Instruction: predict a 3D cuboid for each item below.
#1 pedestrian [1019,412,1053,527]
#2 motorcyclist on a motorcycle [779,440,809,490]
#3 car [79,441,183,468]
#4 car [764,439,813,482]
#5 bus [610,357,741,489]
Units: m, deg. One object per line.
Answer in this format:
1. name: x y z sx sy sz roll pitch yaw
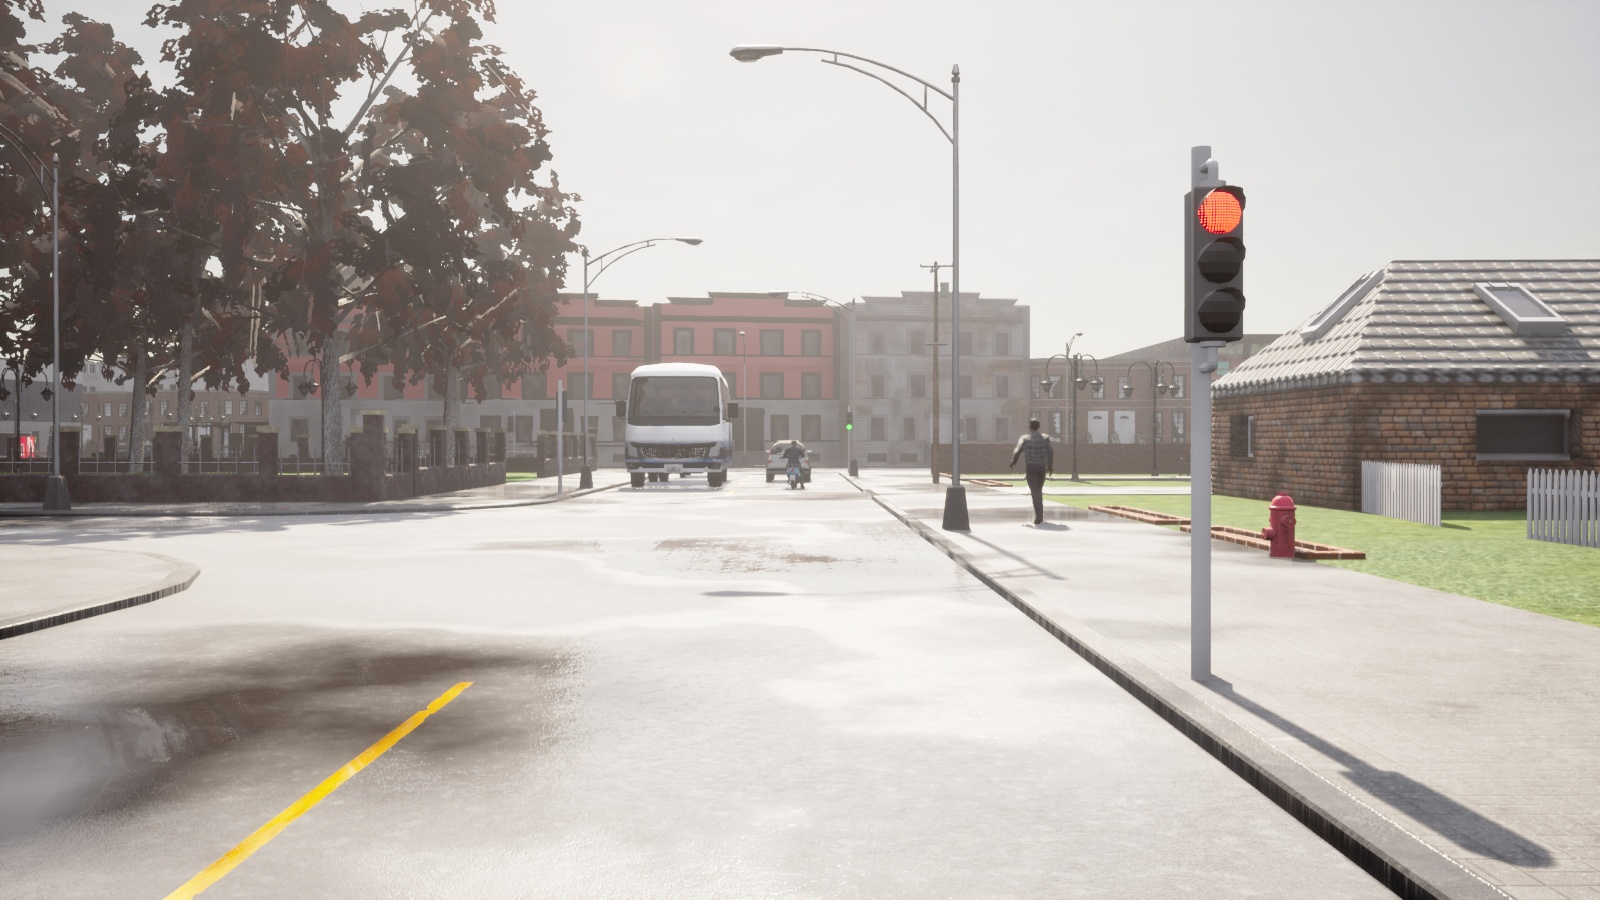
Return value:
1. pedestrian: 4.070 0.335 21.688 0.423 1.949 0.788 0 0 -1
2. motorcyclist on a motorcycle: -0.194 0.469 40.873 0.866 1.590 1.817 0 0 3
3. car: -38.731 0.261 72.760 4.902 1.511 2.128 0 0 0
4. car: -0.449 0.367 49.184 1.851 1.617 3.988 0 0 0
5. bus: -4.227 -0.889 45.382 3.944 4.253 10.273 0 0 -1
